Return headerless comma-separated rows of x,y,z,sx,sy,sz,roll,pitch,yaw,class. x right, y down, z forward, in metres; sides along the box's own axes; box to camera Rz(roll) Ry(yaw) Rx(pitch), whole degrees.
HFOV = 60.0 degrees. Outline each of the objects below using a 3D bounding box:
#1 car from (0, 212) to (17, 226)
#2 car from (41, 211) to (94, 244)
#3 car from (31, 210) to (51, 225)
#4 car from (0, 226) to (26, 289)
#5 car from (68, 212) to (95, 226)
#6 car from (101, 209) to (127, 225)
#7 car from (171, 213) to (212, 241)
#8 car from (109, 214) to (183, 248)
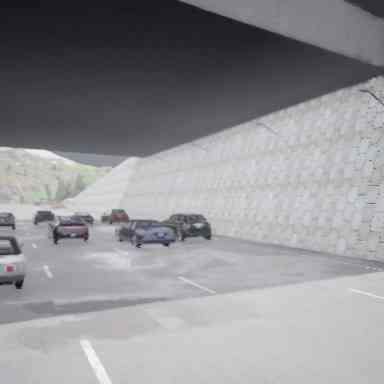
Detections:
-16.212,2.431,28.607,2.033,1.411,5.357,2,-2,-28,car
-7.432,2.146,19.768,2.128,1.511,4.902,2,-2,-28,car
-15.350,2.608,34.363,1.837,1.490,4.892,2,-2,-28,car
-5.907,1.900,9.600,1.895,1.301,4.718,2,-2,-28,car
-11.759,2.768,35.074,1.895,1.301,4.718,2,-2,-28,car
-8.499,2.602,36.413,2.097,1.767,4.553,2,-2,-28,car
-0.616,2.156,21.885,2.097,1.767,4.553,2,-2,-28,car
-2.731,2.203,18.443,2.033,1.411,5.357,2,-2,-28,car
